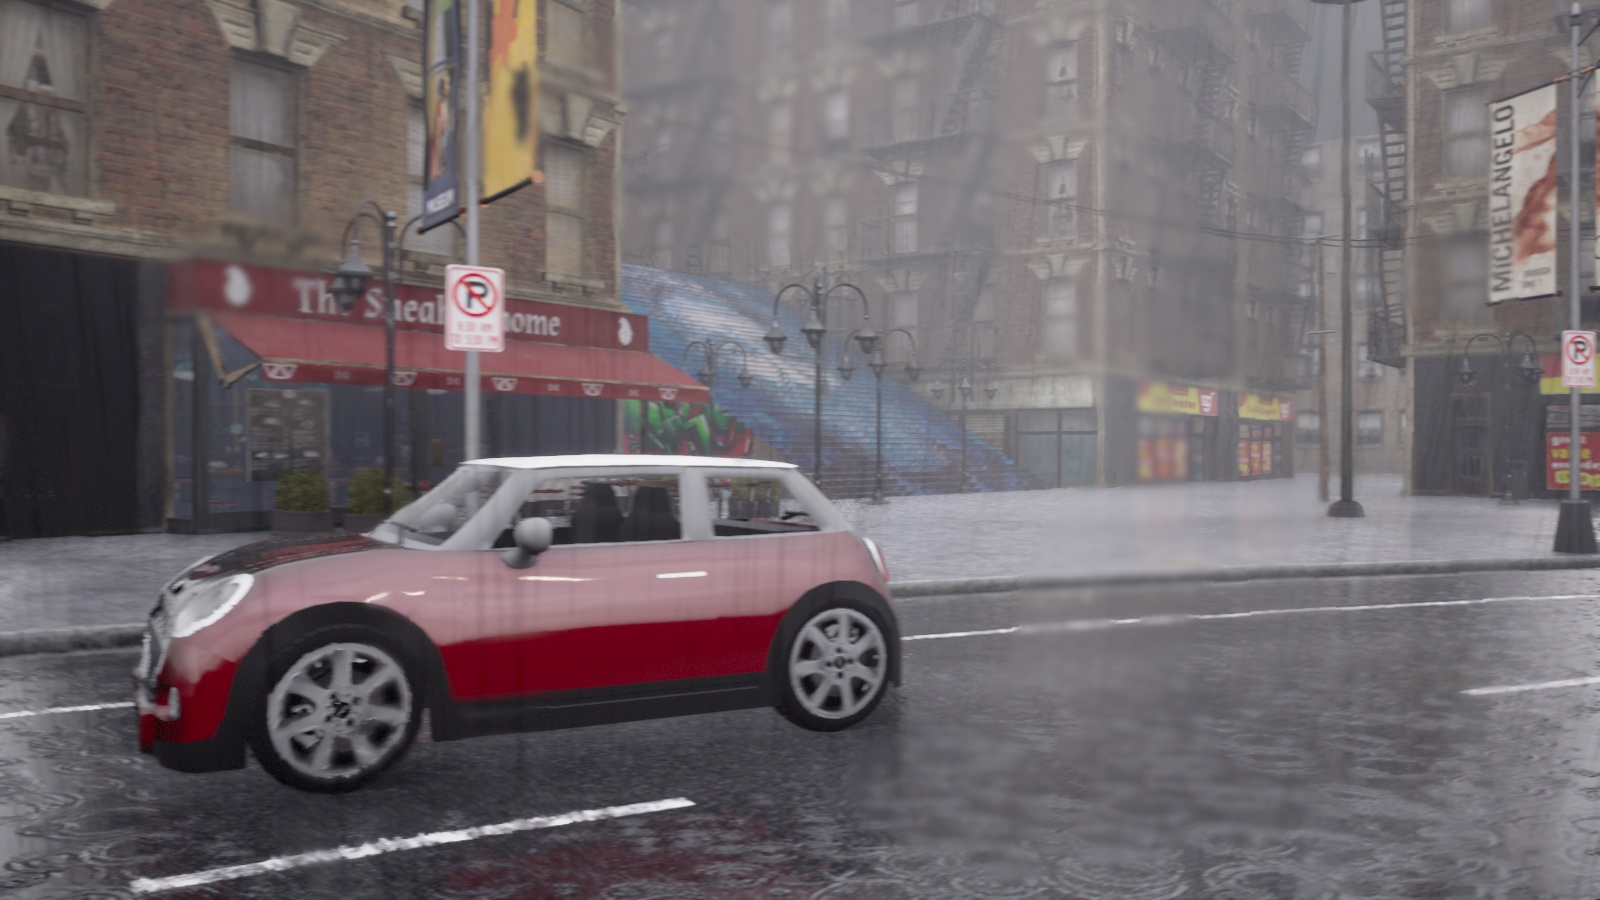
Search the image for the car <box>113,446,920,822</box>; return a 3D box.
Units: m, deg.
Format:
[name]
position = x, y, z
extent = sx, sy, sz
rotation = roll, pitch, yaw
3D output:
[car]
position = -1.495, 0.724, 6.723
extent = 3.806, 1.475, 1.970
rotation = 0, 0, -29
